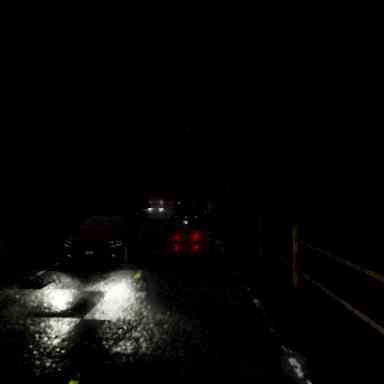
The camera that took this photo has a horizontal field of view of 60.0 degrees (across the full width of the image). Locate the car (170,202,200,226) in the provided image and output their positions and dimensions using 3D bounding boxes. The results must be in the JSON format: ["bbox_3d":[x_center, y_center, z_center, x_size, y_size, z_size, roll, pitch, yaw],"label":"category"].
[{"bbox_3d":[-0.487,1.639,23.421,1.895,1.301,4.718,0,0,-3],"label":"car"}]

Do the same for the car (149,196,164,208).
[{"bbox_3d":[-5.234,1.444,48.972,2.097,1.767,4.553,0,0,-5],"label":"car"}]

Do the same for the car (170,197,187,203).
[{"bbox_3d":[-1.742,1.430,42.655,2.097,1.767,4.553,0,0,-5],"label":"car"}]

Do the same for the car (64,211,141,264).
[{"bbox_3d":[-3.045,1.495,12.120,1.882,1.535,5.008,0,0,-2],"label":"car"}]
